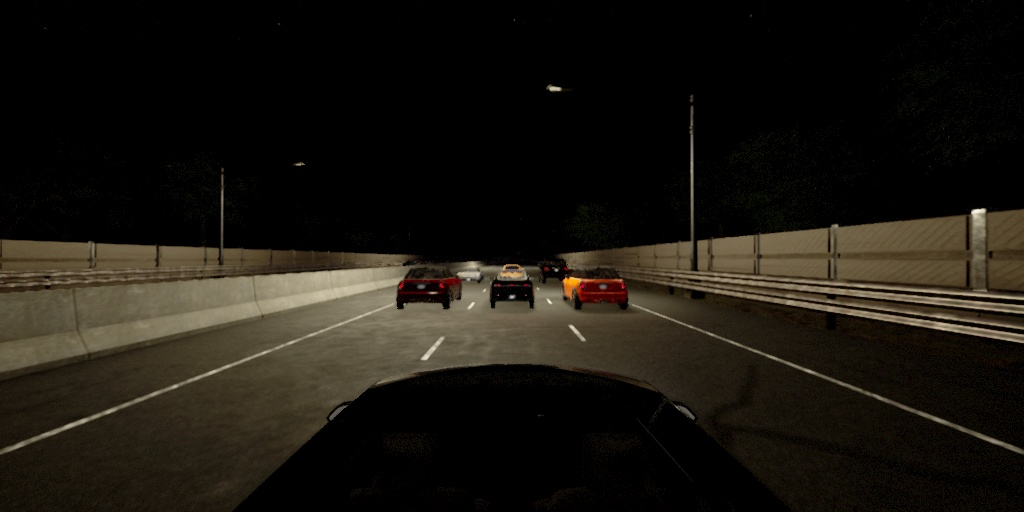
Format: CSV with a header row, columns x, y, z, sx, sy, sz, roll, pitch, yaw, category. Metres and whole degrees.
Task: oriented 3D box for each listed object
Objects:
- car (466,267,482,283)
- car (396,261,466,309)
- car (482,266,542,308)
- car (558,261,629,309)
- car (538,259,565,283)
x,y,z,sx,sy,sz,roll,pitch,yaw,category
-3.486,1.619,30.950,1.895,1.301,4.718,0,0,0,car
-3.492,1.231,15.923,2.097,1.767,4.553,0,-1,0,car
0.009,1.376,16.139,2.128,1.511,4.902,0,0,0,car
3.509,1.231,15.917,2.097,1.767,4.553,0,-1,0,car
3.513,1.234,30.883,2.150,2.045,5.566,0,0,0,car
